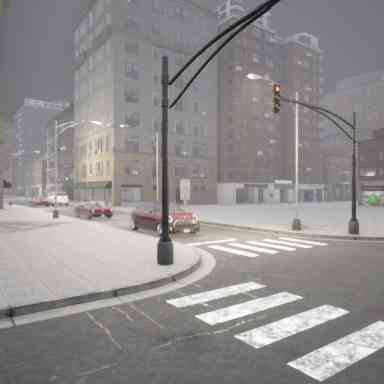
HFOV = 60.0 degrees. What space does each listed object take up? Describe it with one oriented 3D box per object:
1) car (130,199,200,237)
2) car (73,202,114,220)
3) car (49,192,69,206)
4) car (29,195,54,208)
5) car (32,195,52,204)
[{"bbox_3d":[-1.547,1.280,17.879,2.097,1.767,4.553,0,0,-36],"label":"car"},{"bbox_3d":[-8.004,1.475,26.896,1.895,1.301,4.718,0,0,-35],"label":"car"},{"bbox_3d":[-19.536,0.989,48.131,2.150,2.045,5.566,0,0,-36],"label":"car"},{"bbox_3d":[-20.265,1.380,44.175,1.895,1.301,4.718,0,0,-35],"label":"car"},{"bbox_3d":[-25.515,1.270,56.491,2.033,1.411,5.357,0,0,-35],"label":"car"}]
